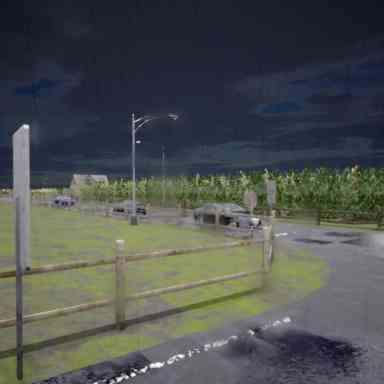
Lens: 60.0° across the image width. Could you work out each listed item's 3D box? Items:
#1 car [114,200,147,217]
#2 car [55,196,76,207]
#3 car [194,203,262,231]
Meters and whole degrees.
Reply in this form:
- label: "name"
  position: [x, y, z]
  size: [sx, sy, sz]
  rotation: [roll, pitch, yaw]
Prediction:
- label: "car"
  position: [-5.600, 1.479, 30.841]
  size: [1.994, 1.385, 4.181]
  rotation: [-1, 1, -36]
- label: "car"
  position: [-18.362, 1.313, 48.208]
  size: [1.882, 1.535, 5.008]
  rotation: [-1, 0, -36]
- label: "car"
  position: [2.085, 1.450, 20.515]
  size: [2.128, 1.511, 4.902]
  rotation: [-1, 1, -38]
